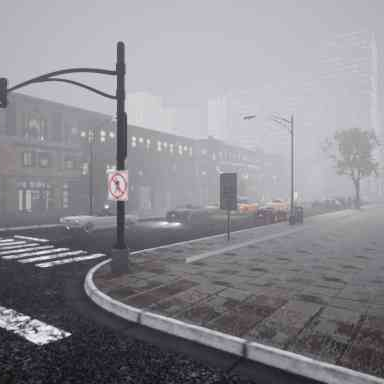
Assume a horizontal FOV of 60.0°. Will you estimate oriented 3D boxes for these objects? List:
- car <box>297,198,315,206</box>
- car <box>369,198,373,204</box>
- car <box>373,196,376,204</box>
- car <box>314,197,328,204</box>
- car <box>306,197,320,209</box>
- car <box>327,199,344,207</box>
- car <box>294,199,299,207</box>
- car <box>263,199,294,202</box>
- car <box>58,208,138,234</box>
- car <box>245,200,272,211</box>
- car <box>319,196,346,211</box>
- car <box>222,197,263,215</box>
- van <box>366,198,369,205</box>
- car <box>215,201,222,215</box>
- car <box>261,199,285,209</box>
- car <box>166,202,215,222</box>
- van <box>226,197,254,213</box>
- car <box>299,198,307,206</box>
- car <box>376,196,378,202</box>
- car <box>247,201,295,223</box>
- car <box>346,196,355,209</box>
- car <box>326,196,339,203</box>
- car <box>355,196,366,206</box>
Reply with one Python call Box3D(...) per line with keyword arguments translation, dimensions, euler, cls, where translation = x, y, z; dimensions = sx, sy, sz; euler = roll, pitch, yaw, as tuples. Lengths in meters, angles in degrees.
Box3D(translation=(21.833, 1.876, 63.553), dimensions=(2.008, 1.369, 4.403), euler=(0, -1, 35), cls="car")
Box3D(translation=(35.043, 1.972, 67.778), dimensions=(1.802, 1.307, 4.206), euler=(0, -1, 35), cls="car")
Box3D(translation=(38.318, 1.948, 72.440), dimensions=(1.752, 1.417, 4.829), euler=(0, -1, 35), cls="car")
Box3D(translation=(28.185, 1.828, 72.596), dimensions=(1.967, 1.590, 4.097), euler=(0, -1, 35), cls="car")
Box3D(translation=(19.309, 1.749, 49.879), dimensions=(2.128, 1.511, 4.902), euler=(0, 0, 35), cls="car")
Box3D(translation=(25.097, 1.913, 58.118), dimensions=(1.895, 1.301, 4.718), euler=(0, 0, 35), cls="car")
Box3D(translation=(15.480, 1.816, 54.509), dimensions=(2.008, 1.369, 4.403), euler=(0, -1, 35), cls="car")
Box3D(translation=(11.386, 1.684, 44.094), dimensions=(1.882, 1.535, 5.008), euler=(0, 0, 36), cls="car")
Box3D(translation=(-5.544, 1.668, 20.071), dimensions=(1.895, 1.301, 4.718), euler=(0, 0, 35), cls="car")
Box3D(translation=(9.127, 1.756, 45.466), dimensions=(2.008, 1.369, 4.403), euler=(0, 0, 35), cls="car")
Box3D(translation=(19.161, 1.676, 45.172), dimensions=(1.967, 1.590, 4.097), euler=(0, -1, 35), cls="car")
Box3D(translation=(5.515, 1.508, 35.794), dimensions=(2.097, 1.767, 4.553), euler=(0, 0, 35), cls="car")
Box3D(translation=(31.867, 1.699, 63.259), dimensions=(1.690, 1.788, 3.998), euler=(0, -1, 35), cls="van")
Box3D(translation=(2.676, 1.674, 36.283), dimensions=(1.752, 1.417, 4.829), euler=(0, 0, 35), cls="car")
Box3D(translation=(12.205, 1.759, 49.848), dimensions=(1.752, 1.417, 4.829), euler=(0, -1, 35), cls="car")
Box3D(translation=(-0.293, 1.672, 27.530), dimensions=(1.994, 1.385, 4.181), euler=(0, 0, 36), cls="car")
Box3D(translation=(5.950, 1.518, 40.945), dimensions=(1.690, 1.788, 3.998), euler=(0, 0, 35), cls="van")
Box3D(translation=(18.656, 1.846, 59.031), dimensions=(2.008, 1.369, 4.403), euler=(0, -1, 35), cls="car")
Box3D(translation=(41.396, 2.037, 76.822), dimensions=(1.802, 1.307, 4.206), euler=(0, -1, 35), cls="car")
Box3D(translation=(6.499, 1.670, 27.055), dimensions=(1.887, 1.381, 4.507), euler=(0, 0, 35), cls="car")
Box3D(translation=(22.337, 1.581, 49.694), dimensions=(2.192, 1.841, 5.009), euler=(0, -1, 35), cls="car")
Box3D(translation=(34.538, 1.894, 81.640), dimensions=(1.967, 1.590, 4.097), euler=(0, -1, 35), cls="car")
Box3D(translation=(28.690, 1.642, 58.738), dimensions=(2.192, 1.841, 5.009), euler=(0, -1, 35), cls="car")
